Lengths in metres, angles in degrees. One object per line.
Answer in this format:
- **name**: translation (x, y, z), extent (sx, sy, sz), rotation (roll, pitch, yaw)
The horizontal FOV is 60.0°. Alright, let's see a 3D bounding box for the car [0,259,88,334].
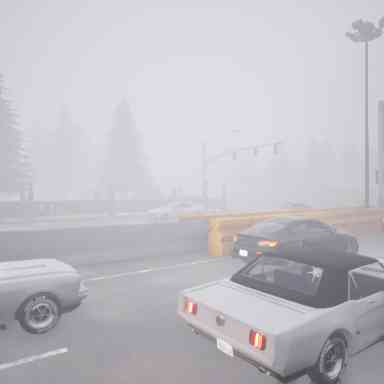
- **car**: translation (-4.140, 1.601, 5.092), extent (4.718, 1.301, 1.895), rotation (0, 0, -35)

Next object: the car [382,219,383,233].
- **car**: translation (10.661, 1.408, 15.598), extent (4.674, 1.442, 1.812), rotation (-1, 0, -36)

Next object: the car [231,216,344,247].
- **car**: translation (3.276, 1.474, 10.352), extent (4.674, 1.442, 1.812), rotation (-1, 0, -35)

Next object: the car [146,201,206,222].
- **car**: translation (-1.121, 1.439, 24.597), extent (4.674, 1.442, 1.812), rotation (0, 0, -35)

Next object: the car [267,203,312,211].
- **car**: translation (6.140, 1.411, 21.118), extent (4.674, 1.442, 1.812), rotation (0, 0, -35)

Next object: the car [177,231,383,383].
- **car**: translation (2.212, 1.577, 5.310), extent (4.718, 1.301, 1.895), rotation (-1, 0, -35)
